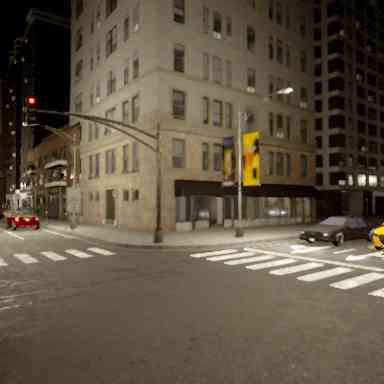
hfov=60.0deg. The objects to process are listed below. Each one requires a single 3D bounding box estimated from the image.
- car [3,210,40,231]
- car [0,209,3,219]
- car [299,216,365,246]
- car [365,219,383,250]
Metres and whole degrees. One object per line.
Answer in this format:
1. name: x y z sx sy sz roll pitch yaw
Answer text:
1. car: -13.637 2.193 26.810 1.967 1.590 4.097 1 -2 -37
2. car: -23.439 2.711 39.900 1.802 1.307 4.206 1 -2 -37
3. car: 8.144 1.994 17.895 5.357 1.411 2.033 1 -2 -33
4. car: 10.317 1.853 15.511 5.008 1.535 1.882 1 -2 -38
